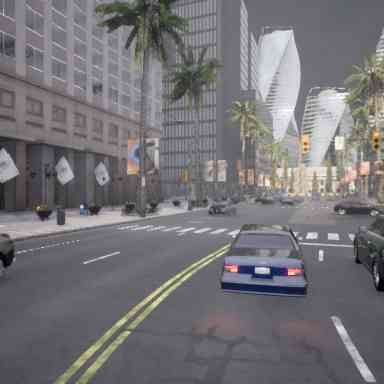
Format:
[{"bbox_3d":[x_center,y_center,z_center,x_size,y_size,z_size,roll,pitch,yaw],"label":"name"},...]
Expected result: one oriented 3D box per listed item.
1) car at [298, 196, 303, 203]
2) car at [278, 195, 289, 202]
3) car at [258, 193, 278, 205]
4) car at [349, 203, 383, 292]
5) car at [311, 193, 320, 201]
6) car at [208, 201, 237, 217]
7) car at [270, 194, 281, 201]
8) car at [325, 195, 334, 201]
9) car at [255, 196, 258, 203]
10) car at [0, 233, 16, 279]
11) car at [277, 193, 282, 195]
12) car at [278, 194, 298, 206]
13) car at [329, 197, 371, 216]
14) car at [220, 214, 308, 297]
[{"bbox_3d":[20.731,1.553,67.138,1.994,1.385,4.181,0,0,21],"label":"car"},{"bbox_3d":[22.028,1.552,79.921,1.994,1.385,4.181,0,0,22],"label":"car"},{"bbox_3d":[13.407,1.478,58.281,1.882,1.535,5.008,0,0,21],"label":"car"},{"bbox_3d":[5.661,1.352,8.755,2.097,1.767,4.553,0,0,18],"label":"car"},{"bbox_3d":[31.016,1.553,83.679,1.994,1.385,4.181,0,0,21],"label":"car"},{"bbox_3d":[2.962,1.564,31.843,1.994,1.385,4.181,0,0,21],"label":"car"},{"bbox_3d":[22.554,1.354,89.830,2.185,1.767,4.553,0,0,21],"label":"car"},{"bbox_3d":[34.270,1.591,82.389,1.895,1.301,4.718,0,0,21],"label":"car"},{"bbox_3d":[14.451,1.513,69.450,2.161,1.482,4.786,0,0,21],"label":"car"},{"bbox_3d":[-5.977,1.491,6.882,2.128,1.511,4.902,0,0,13],"label":"car"},{"bbox_3d":[17.384,1.225,68.191,2.150,2.045,5.566,0,0,21],"label":"car"},{"bbox_3d":[16.120,1.547,55.649,2.033,1.411,5.357,0,0,22],"label":"car"},{"bbox_3d":[15.750,1.505,31.005,1.837,1.490,4.892,-2,1,-42],"label":"car"},{"bbox_3d":[1.946,1.547,8.787,2.033,1.411,5.357,0,0,14],"label":"car"}]
